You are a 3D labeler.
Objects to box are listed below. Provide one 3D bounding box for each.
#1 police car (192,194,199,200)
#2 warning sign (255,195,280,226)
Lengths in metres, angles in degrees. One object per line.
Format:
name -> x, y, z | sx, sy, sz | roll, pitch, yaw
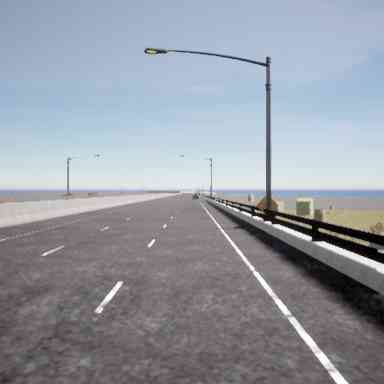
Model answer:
police car -> 1.050, 1.429, 95.284 | 1.930, 1.638, 5.238 | 0, 0, 0
warning sign -> 4.555, 1.097, 20.168 | 1.300, 1.860, 1.060 | 0, 0, 0
